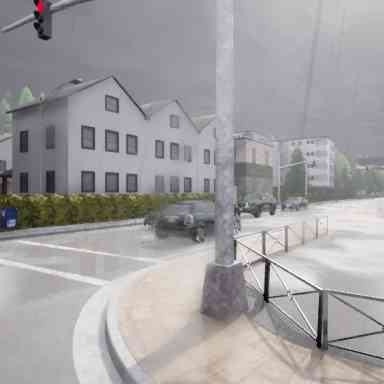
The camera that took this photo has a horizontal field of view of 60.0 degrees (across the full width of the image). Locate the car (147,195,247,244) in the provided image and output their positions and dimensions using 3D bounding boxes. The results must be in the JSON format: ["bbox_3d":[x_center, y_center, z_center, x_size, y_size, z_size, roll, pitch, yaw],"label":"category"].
[{"bbox_3d":[0.418,1.163,15.019,2.097,1.767,4.553,0,0,35],"label":"car"}]

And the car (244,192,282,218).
[{"bbox_3d":[5.464,1.034,28.611,2.150,2.045,5.566,0,0,35],"label":"car"}]

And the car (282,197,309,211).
[{"bbox_3d":[11.531,1.304,37.094,2.128,1.511,4.902,0,0,36],"label":"car"}]

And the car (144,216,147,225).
[{"bbox_3d":[-0.499,1.360,20.198,2.033,1.411,5.357,0,0,35],"label":"car"}]
